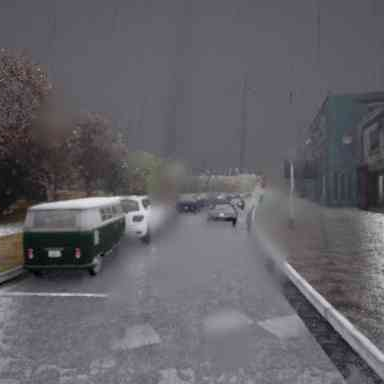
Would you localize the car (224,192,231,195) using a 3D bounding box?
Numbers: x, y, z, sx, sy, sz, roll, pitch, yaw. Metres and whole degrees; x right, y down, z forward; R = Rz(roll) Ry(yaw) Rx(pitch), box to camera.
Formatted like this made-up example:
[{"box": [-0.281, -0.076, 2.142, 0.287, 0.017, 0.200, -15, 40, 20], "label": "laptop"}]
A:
[{"box": [4.565, 1.304, 53.880, 2.231, 1.521, 4.892, -1, 1, 11], "label": "car"}]

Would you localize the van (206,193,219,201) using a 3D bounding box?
[{"box": [1.908, 1.124, 42.153, 1.878, 1.987, 4.442, -1, 1, 10], "label": "van"}]

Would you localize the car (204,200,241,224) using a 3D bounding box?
[{"box": [2.276, 1.481, 23.959, 1.994, 1.385, 4.181, 0, 0, 9], "label": "car"}]

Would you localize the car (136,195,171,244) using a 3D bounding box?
[{"box": [-2.760, 1.178, 15.806, 2.435, 2.045, 5.566, -1, 1, 4], "label": "car"}]

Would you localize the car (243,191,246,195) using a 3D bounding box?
[{"box": [11.921, 1.188, 86.342, 2.097, 1.535, 5.008, 0, 0, 15], "label": "car"}]

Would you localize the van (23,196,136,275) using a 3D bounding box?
[{"box": [-3.278, 1.213, 10.328, 1.878, 1.987, 4.442, -1, 1, 3], "label": "van"}]

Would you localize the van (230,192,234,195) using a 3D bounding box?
[{"box": [5.825, 1.078, 59.423, 1.878, 1.987, 4.442, 0, 0, 15], "label": "van"}]

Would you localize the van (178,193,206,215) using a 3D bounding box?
[{"box": [-0.142, 1.158, 32.414, 1.878, 1.987, 4.442, -1, 1, 10], "label": "van"}]

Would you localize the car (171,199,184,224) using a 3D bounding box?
[{"box": [-2.039, 1.458, 21.322, 2.002, 1.452, 4.674, -1, 1, 8], "label": "car"}]

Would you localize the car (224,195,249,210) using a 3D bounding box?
[{"box": [5.525, 1.403, 40.920, 2.033, 1.411, 5.357, 0, 0, 12], "label": "car"}]

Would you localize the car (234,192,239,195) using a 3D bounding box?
[{"box": [8.246, 1.301, 70.124, 2.002, 1.452, 4.674, 0, 0, 13], "label": "car"}]

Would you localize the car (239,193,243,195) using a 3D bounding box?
[{"box": [9.735, 0.999, 76.702, 2.435, 2.045, 5.566, 0, 0, 13], "label": "car"}]

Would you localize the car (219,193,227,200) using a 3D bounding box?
[{"box": [3.346, 1.355, 48.505, 2.163, 1.488, 4.792, -1, 1, 11], "label": "car"}]
